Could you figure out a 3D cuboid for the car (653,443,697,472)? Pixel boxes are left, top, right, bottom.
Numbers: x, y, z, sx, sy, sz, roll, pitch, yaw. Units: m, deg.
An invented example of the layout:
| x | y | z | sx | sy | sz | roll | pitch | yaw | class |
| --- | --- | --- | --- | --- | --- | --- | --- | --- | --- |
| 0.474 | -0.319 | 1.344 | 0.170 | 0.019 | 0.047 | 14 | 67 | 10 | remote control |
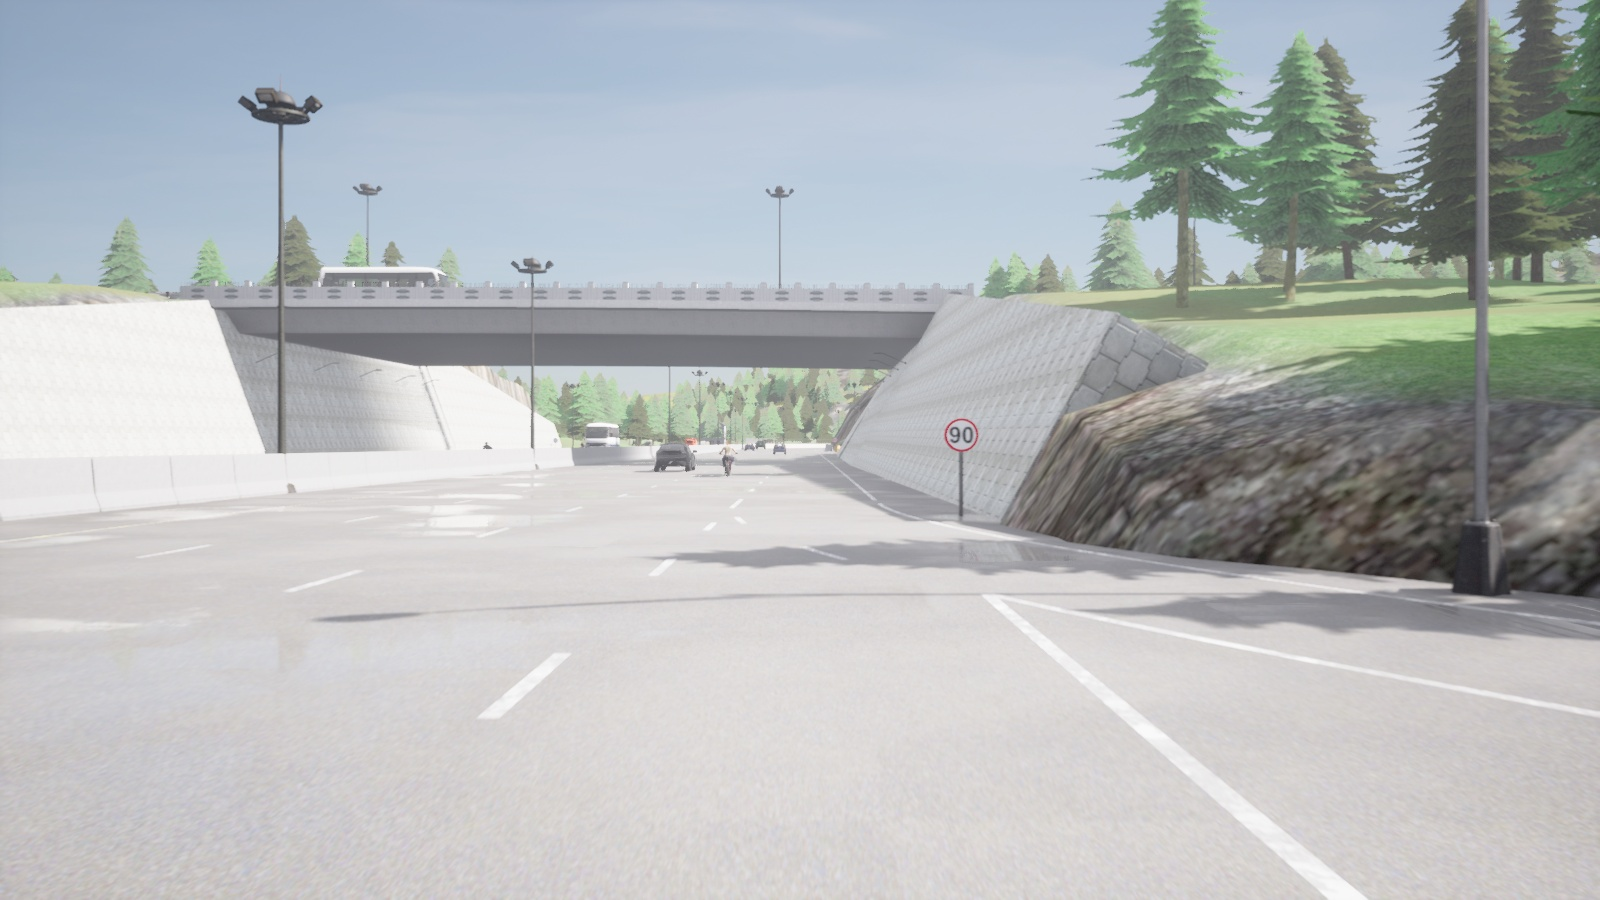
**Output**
| x | y | z | sx | sy | sz | roll | pitch | yaw | class |
| --- | --- | --- | --- | --- | --- | --- | --- | --- | --- |
| -6.605 | 0.370 | 66.655 | 1.837 | 1.490 | 4.892 | 0 | 0 | 0 | car |
